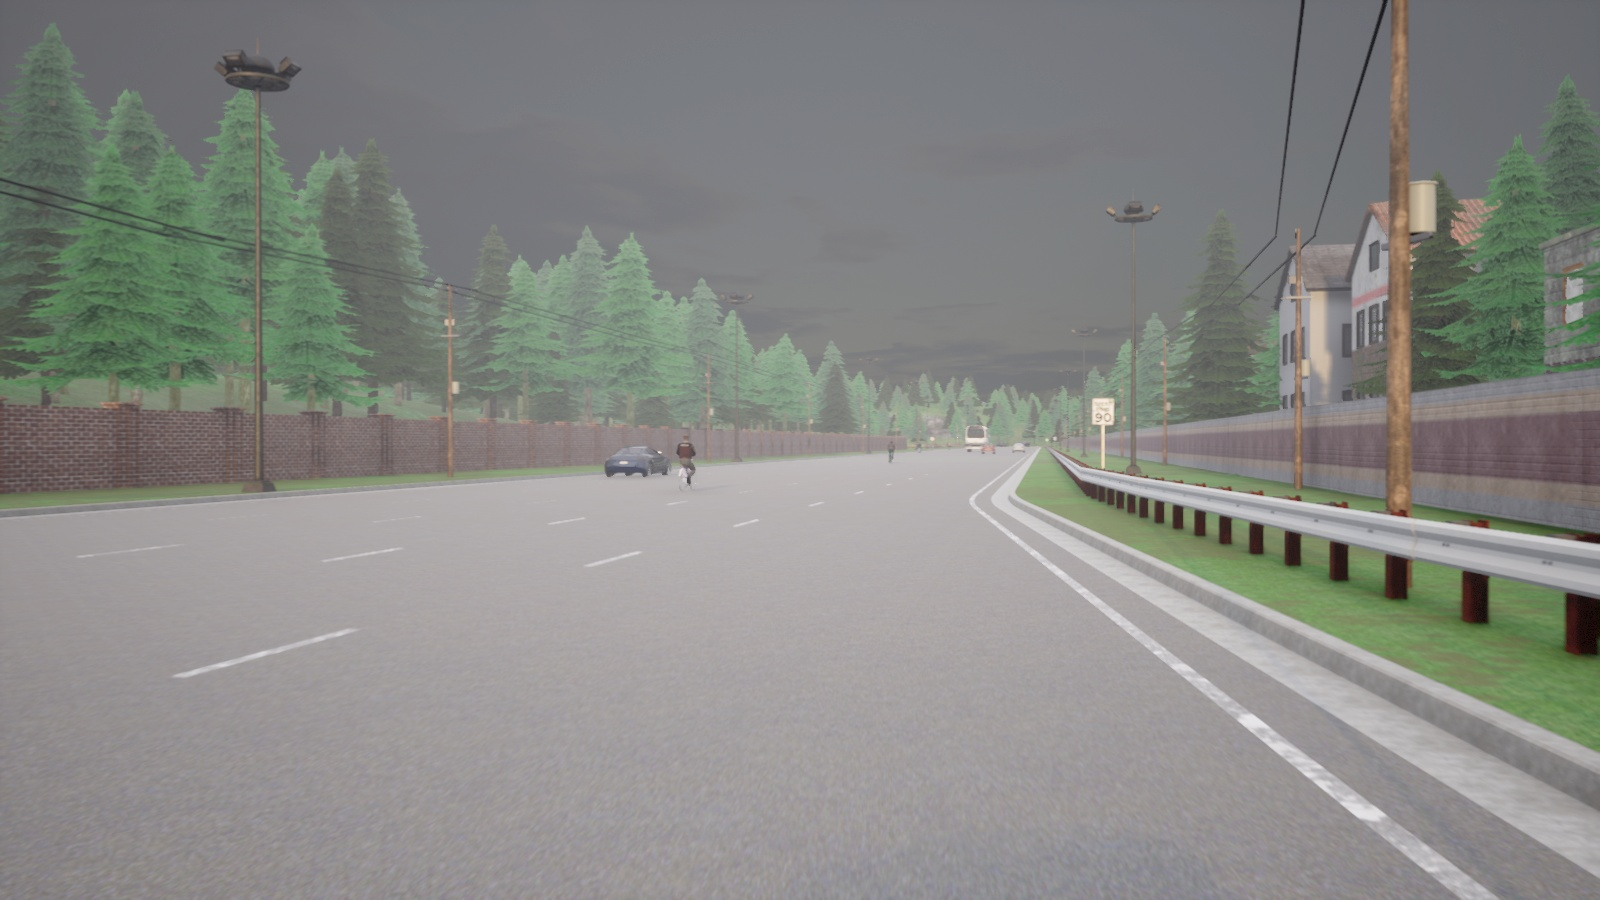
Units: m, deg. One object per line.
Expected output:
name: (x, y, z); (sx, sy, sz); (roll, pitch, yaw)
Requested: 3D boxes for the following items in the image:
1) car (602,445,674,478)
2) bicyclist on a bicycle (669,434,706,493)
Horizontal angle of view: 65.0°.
car: (-7.164, 0.486, 55.947); (1.994, 1.385, 4.181); (0, 0, 11)
bicyclist on a bicycle: (-3.431, 0.397, 38.389); (0.659, 1.776, 1.843); (0, 0, 11)
